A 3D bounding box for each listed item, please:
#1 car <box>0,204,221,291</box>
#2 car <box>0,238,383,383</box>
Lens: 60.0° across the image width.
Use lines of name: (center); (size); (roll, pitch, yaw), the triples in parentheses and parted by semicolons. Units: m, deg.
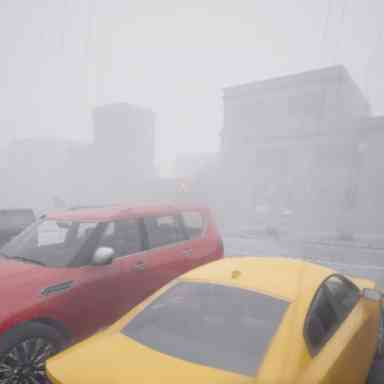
car: (-1.519, 1.267, 5.417); (2.435, 2.045, 5.566); (-1, -1, 35)
car: (0.882, 1.492, 3.755); (2.097, 1.535, 5.008); (-1, 0, 35)
